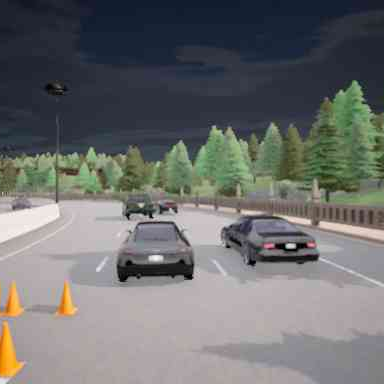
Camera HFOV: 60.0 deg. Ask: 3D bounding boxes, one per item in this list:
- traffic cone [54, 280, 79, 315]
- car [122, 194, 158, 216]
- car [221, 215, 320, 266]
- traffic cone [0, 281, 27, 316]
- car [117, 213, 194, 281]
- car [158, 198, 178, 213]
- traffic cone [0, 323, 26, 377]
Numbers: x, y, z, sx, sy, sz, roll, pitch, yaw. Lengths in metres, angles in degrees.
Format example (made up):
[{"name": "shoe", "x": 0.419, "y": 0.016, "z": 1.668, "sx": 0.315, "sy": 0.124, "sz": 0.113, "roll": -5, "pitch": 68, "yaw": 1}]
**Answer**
[{"name": "traffic cone", "x": -2.346, "y": 1.953, "z": 6.215, "sx": 0.340, "sy": 0.580, "sz": 0.340, "roll": 0, "pitch": 0, "yaw": 0}, {"name": "car", "x": -4.748, "y": 1.172, "z": 28.733, "sx": 2.150, "sy": 2.045, "sz": 5.566, "roll": 0, "pitch": 0, "yaw": -16}, {"name": "car", "x": 2.362, "y": 1.502, "z": 11.465, "sx": 2.033, "sy": 1.411, "sz": 5.357, "roll": 0, "pitch": 0, "yaw": -7}, {"name": "traffic cone", "x": -3.346, "y": 1.959, "z": 6.220, "sx": 0.340, "sy": 0.580, "sz": 0.340, "roll": 0, "pitch": 0, "yaw": 0}, {"name": "car", "x": -1.059, "y": 1.543, "z": 9.919, "sx": 1.994, "sy": 1.385, "sz": 4.181, "roll": 0, "pitch": 0, "yaw": -6}, {"name": "car", "x": -2.800, "y": 1.430, "z": 33.998, "sx": 1.837, "sy": 1.490, "sz": 4.892, "roll": 0, "pitch": 0, "yaw": -19}, {"name": "traffic cone", "x": -2.355, "y": 1.958, "z": 4.215, "sx": 0.340, "sy": 0.580, "sz": 0.340, "roll": 0, "pitch": 0, "yaw": 0}]
